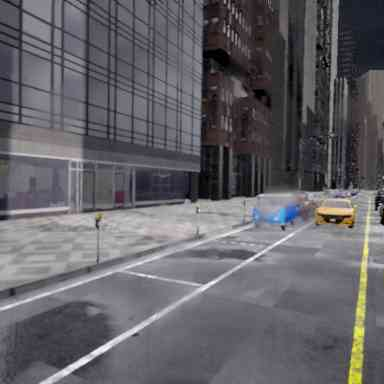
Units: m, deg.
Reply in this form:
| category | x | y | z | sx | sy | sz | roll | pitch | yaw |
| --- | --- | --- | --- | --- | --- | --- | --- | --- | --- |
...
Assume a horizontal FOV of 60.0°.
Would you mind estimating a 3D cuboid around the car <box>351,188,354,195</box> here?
| category | x | y | z | sx | sy | sz | roll | pitch | yaw |
| --- | --- | --- | --- | --- | --- | --- | --- | --- | --- |
| car | 31.019 | 0.421 | 66.831 | 1.752 | 1.417 | 4.829 | 2 | 2 | 28 |

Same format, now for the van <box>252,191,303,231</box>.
| category | x | y | z | sx | sy | sz | roll | pitch | yaw |
| --- | --- | --- | --- | --- | --- | --- | --- | --- | --- |
| van | 4.491 | 0.977 | 17.601 | 1.690 | 1.788 | 3.998 | 2 | 2 | 28 |

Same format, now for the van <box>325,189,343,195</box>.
| category | x | y | z | sx | sy | sz | roll | pitch | yaw |
| --- | --- | --- | --- | --- | --- | --- | --- | --- | --- |
| van | 17.797 | 0.602 | 42.289 | 1.690 | 1.788 | 3.998 | 2 | 2 | 28 |

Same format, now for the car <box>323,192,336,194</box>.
| category | x | y | z | sx | sy | sz | roll | pitch | yaw |
| --- | --- | --- | --- | --- | --- | --- | --- | --- | --- |
| car | 12.471 | 0.961 | 32.419 | 2.008 | 1.369 | 4.403 | 2 | 2 | 28 |

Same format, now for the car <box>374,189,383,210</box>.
| category | x | y | z | sx | sy | sz | roll | pitch | yaw |
| --- | --- | --- | --- | --- | --- | --- | --- | --- | --- |
| car | 19.444 | 0.735 | 33.102 | 2.150 | 2.045 | 5.566 | 2 | 2 | 29 |

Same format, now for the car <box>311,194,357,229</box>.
| category | x | y | z | sx | sy | sz | roll | pitch | yaw |
| --- | --- | --- | --- | --- | --- | --- | --- | --- | --- |
| car | 8.445 | 1.138 | 19.308 | 1.882 | 1.535 | 5.008 | 2 | 2 | 28 |

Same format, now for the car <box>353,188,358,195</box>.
| category | x | y | z | sx | sy | sz | roll | pitch | yaw |
| --- | --- | --- | --- | --- | --- | --- | --- | --- | --- |
| car | 39.082 | 0.252 | 81.794 | 1.947 | 1.339 | 4.313 | 2 | 2 | 28 |

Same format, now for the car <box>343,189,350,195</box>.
| category | x | y | z | sx | sy | sz | roll | pitch | yaw |
| --- | --- | --- | --- | --- | --- | --- | --- | --- | --- |
| car | 23.118 | 0.552 | 52.166 | 1.967 | 1.590 | 4.097 | 2 | 2 | 28 |

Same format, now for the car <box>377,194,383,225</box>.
| category | x | y | z | sx | sy | sz | roll | pitch | yaw |
| --- | --- | --- | --- | --- | --- | --- | --- | --- | --- |
| car | 12.727 | 1.179 | 20.593 | 1.882 | 1.535 | 5.008 | 2 | 2 | 28 |

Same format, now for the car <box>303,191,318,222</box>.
| category | x | y | z | sx | sy | sz | roll | pitch | yaw |
| --- | --- | --- | --- | --- | --- | --- | --- | --- | --- |
| car | 7.152 | 0.876 | 22.538 | 2.192 | 1.841 | 5.009 | 2 | 2 | 28 |
